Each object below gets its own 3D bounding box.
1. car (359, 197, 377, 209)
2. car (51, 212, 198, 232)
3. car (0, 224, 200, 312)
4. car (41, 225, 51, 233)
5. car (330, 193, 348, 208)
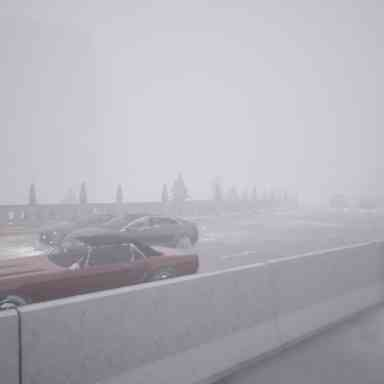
[{"bbox_3d":[23.546,1.477,44.681,1.882,1.535,5.008,0,0,23],"label":"car"},{"bbox_3d":[-1.937,1.491,11.570,4.902,1.511,2.128,0,0,-39],"label":"car"},{"bbox_3d":[-2.212,1.601,6.876,4.718,1.301,1.895,0,0,-37],"label":"car"},{"bbox_3d":[-4.206,1.564,14.240,4.181,1.385,1.994,0,0,-39],"label":"car"},{"bbox_3d":[21.765,1.220,49.305,2.150,2.045,5.566,0,0,22],"label":"car"}]
